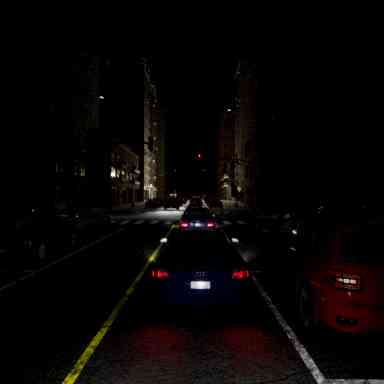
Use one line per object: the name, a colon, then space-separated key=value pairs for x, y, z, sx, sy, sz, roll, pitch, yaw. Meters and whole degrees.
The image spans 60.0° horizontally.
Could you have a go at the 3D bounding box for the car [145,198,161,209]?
car: x=-5.289 y=1.555 z=44.970 sx=1.887 sy=1.381 sz=4.507 roll=1 pitch=0 yaw=1

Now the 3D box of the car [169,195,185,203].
car: x=-2.433 y=1.614 z=52.607 sx=1.895 sy=1.301 sz=4.718 roll=0 pitch=0 yaw=1

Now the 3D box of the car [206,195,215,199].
car: x=3.307 y=1.594 z=50.526 sx=1.802 sy=1.307 sz=4.206 roll=1 pitch=0 yaw=1

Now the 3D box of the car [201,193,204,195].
car: x=3.525 y=1.334 z=67.545 sx=2.192 sy=1.841 sz=5.009 roll=1 pitch=0 yaw=1

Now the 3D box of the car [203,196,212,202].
car: x=3.666 y=1.608 z=78.890 sx=1.802 sy=1.307 sz=4.206 roll=1 pitch=0 yaw=1

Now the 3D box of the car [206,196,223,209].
car: x=3.235 y=1.592 z=44.853 sx=1.802 sy=1.307 sz=4.206 roll=1 pitch=0 yaw=1

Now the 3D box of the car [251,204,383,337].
car: x=2.753 y=1.316 z=6.587 sx=2.192 sy=1.841 sz=5.009 roll=1 pitch=0 yaw=1

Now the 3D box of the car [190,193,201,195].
car: x=1.019 y=1.623 z=81.040 sx=1.895 sy=1.301 sz=4.718 roll=0 pitch=0 yaw=1

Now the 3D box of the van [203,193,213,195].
van: x=3.453 y=1.358 z=61.872 sx=1.690 sy=1.788 sz=3.998 roll=1 pitch=0 yaw=1

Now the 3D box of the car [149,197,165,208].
car: x=-5.218 y=1.557 z=50.642 sx=1.887 sy=1.381 sz=4.507 roll=1 pitch=0 yaw=1

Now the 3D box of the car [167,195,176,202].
car: x=-4.857 y=1.466 z=79.004 sx=1.967 sy=1.590 sz=4.097 roll=1 pitch=0 yaw=1

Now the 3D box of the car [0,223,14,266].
car: x=-5.776 y=1.527 z=6.534 sx=1.752 sy=1.417 sz=4.829 roll=1 pitch=0 yaw=1

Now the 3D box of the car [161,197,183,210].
car: x=-2.559 y=1.611 z=43.176 sx=1.895 sy=1.301 sz=4.718 roll=0 pitch=0 yaw=1

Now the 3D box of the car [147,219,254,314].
car: x=0.175 y=1.566 z=7.712 sx=1.994 sy=1.385 sz=4.181 roll=0 pitch=0 yaw=1

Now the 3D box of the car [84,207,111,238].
car: x=-5.634 y=1.529 z=17.782 sx=1.752 sy=1.417 sz=4.829 roll=1 pitch=0 yaw=1

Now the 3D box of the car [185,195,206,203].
car: x=0.535 y=1.559 z=47.383 sx=2.033 sy=1.411 sz=5.357 roll=0 pitch=0 yaw=3

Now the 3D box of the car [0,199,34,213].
car: x=-16.425 y=1.342 z=29.272 sx=4.902 sy=1.511 sz=2.128 roll=1 pitch=-1 yaw=1

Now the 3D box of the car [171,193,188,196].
car: x=-2.283 y=1.369 z=62.248 sx=2.097 sy=1.767 sz=4.553 roll=0 pitch=0 yaw=1

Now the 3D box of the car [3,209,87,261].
car: x=-5.703 y=1.547 z=12.328 sx=1.887 sy=1.381 sz=4.507 roll=1 pitch=0 yaw=1

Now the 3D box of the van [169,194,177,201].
van: x=-4.784 y=1.370 z=84.677 sx=1.690 sy=1.788 sz=3.998 roll=1 pitch=0 yaw=1

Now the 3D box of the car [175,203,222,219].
car: x=0.269 y=1.551 z=17.776 sx=2.033 sy=1.411 sz=5.357 roll=0 pitch=0 yaw=0

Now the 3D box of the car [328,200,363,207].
car: x=13.988 y=1.503 z=31.920 sx=4.553 sy=1.767 sz=2.097 roll=1 pitch=-1 yaw=1
